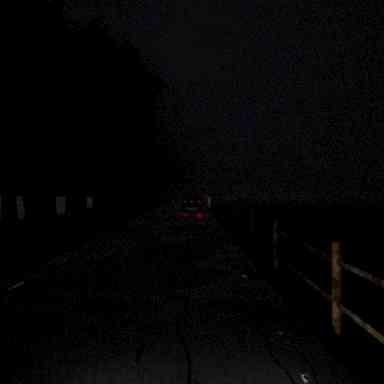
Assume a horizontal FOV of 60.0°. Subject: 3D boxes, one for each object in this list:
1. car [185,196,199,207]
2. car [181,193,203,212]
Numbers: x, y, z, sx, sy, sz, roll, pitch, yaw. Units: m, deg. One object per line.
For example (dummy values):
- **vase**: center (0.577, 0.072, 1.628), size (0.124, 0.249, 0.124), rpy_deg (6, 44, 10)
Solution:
- **car**: center (-0.001, 1.346, 48.022), size (1.837, 1.490, 4.892), rpy_deg (0, 0, 0)
- **car**: center (-0.001, 1.081, 37.147), size (2.150, 2.045, 5.566), rpy_deg (0, 0, 0)
